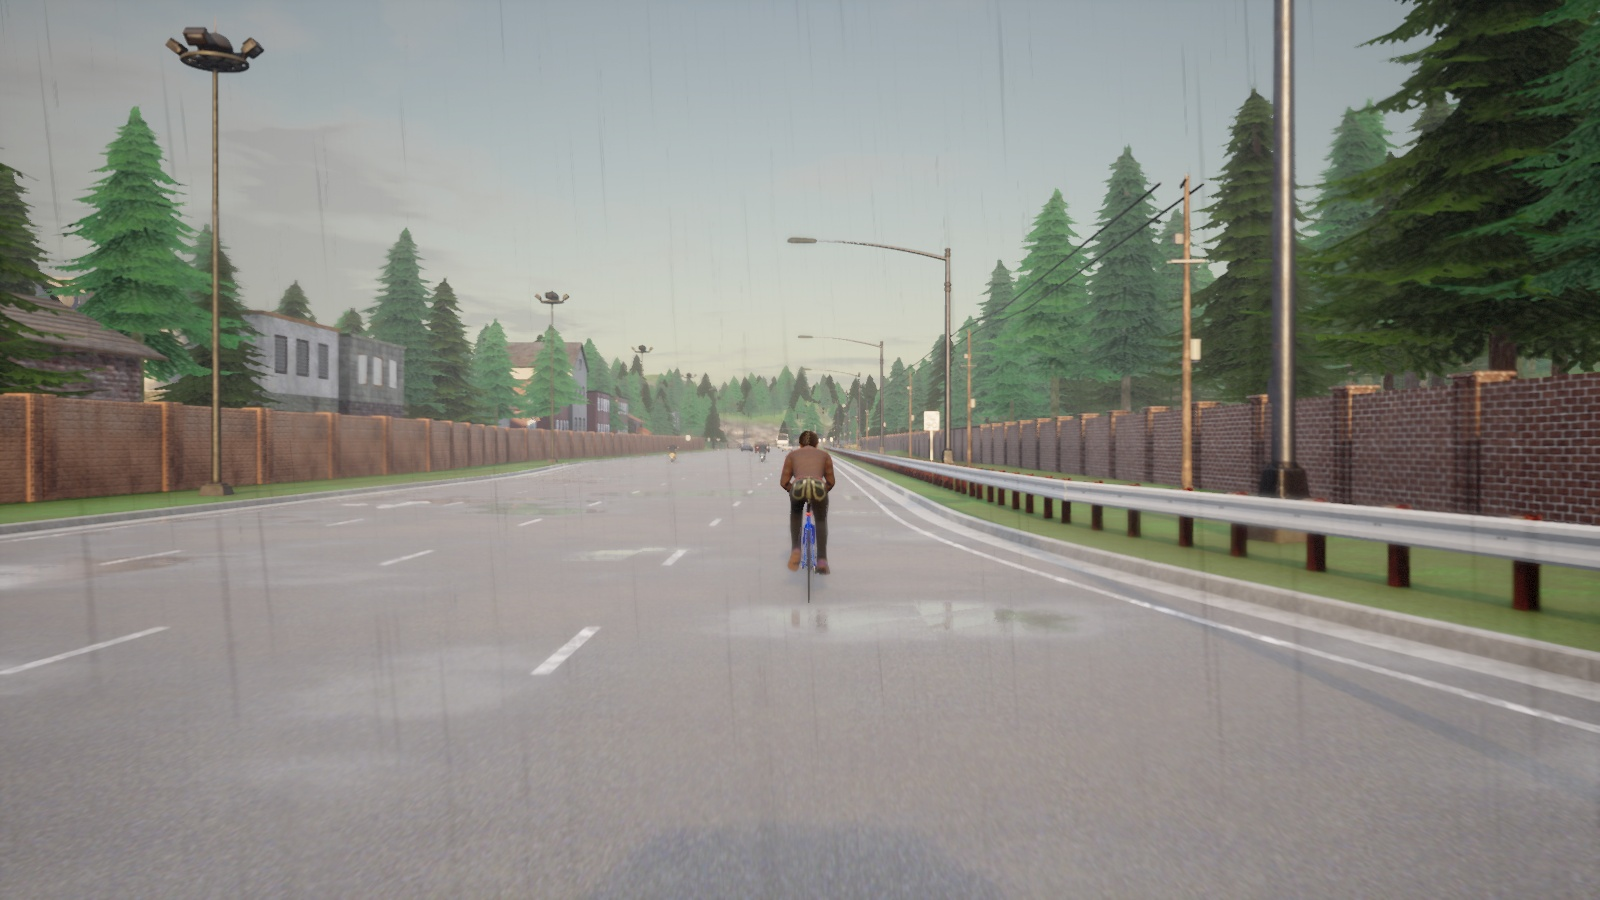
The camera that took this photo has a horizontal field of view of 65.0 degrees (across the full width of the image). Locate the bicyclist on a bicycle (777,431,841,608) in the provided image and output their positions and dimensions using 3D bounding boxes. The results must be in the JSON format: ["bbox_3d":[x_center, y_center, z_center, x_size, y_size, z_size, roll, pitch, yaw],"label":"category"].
[{"bbox_3d":[0.085,0.634,12.300,0.582,1.620,1.656,0,0,0],"label":"bicyclist on a bicycle"}]
